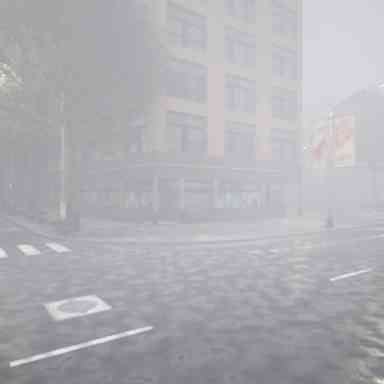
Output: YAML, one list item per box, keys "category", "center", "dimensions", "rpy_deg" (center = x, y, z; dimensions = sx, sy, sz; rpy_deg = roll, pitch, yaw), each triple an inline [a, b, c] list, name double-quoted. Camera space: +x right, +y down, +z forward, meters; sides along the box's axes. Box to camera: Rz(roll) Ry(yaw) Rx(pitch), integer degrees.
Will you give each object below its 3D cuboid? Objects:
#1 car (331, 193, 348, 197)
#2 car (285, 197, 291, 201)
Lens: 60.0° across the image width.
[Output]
- category: "car"
  center: [34.568, 1.496, 80.771]
  dimensions: [2.002, 1.452, 4.674]
  rpy_deg: [0, 0, -36]
- category: "car"
  center: [24.091, 1.579, 88.254]
  dimensions: [2.161, 1.482, 4.786]
  rpy_deg: [0, 0, -36]
